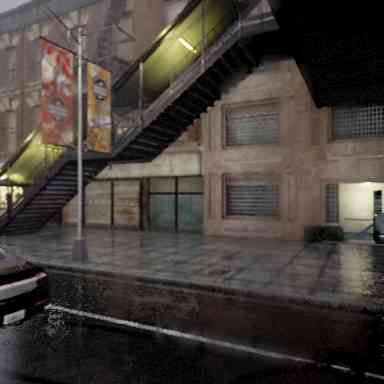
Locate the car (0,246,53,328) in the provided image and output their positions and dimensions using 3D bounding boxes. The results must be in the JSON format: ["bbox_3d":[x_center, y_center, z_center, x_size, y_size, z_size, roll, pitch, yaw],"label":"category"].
[{"bbox_3d":[-4.636,1.537,5.740,4.902,1.511,2.128,0,0,27],"label":"car"}]
